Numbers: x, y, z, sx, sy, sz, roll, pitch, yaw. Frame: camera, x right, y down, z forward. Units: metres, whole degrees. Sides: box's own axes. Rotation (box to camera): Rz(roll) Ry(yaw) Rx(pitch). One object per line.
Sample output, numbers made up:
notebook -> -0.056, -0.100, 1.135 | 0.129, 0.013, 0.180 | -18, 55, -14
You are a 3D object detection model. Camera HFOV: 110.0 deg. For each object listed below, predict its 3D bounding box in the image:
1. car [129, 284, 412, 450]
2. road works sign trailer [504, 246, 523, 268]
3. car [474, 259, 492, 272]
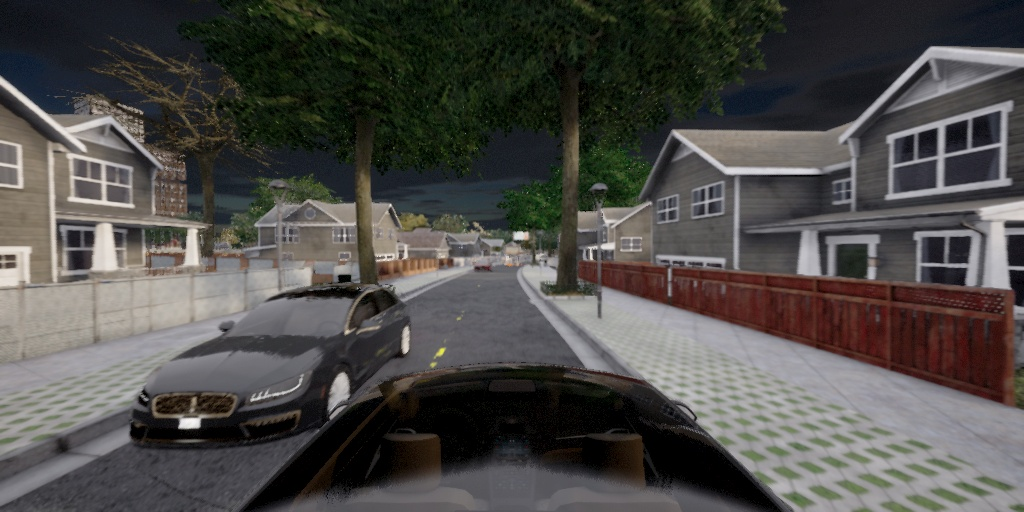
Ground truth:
car -> -2.954, 1.257, 5.657 | 1.837, 1.490, 4.892 | 0, 0, -1
road works sign trailer -> 0.069, 0.127, 59.469 | 2.380, 3.560, 2.880 | 0, 0, 5
car -> -3.510, 1.153, 43.910 | 1.882, 1.535, 5.008 | 0, 0, 2
